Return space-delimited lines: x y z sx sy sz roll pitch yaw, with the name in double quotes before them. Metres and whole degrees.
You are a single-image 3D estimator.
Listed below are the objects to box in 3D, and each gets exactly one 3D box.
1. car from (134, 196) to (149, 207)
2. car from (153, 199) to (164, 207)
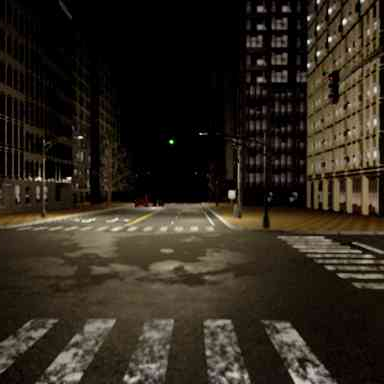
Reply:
"car" -9.731 1.891 64.554 2.150 2.045 5.566 0 -1 0
"car" -6.481 2.161 64.581 2.128 1.511 4.902 0 -1 0
